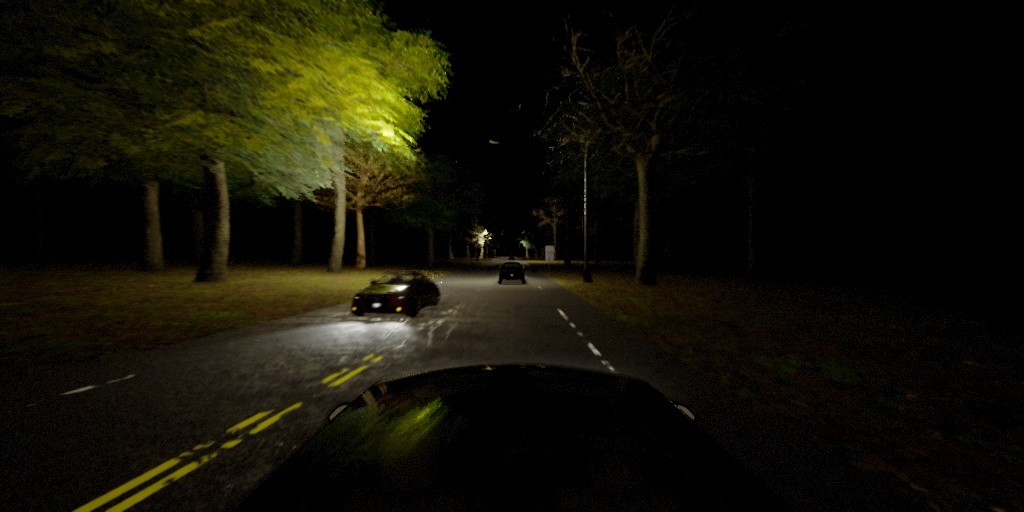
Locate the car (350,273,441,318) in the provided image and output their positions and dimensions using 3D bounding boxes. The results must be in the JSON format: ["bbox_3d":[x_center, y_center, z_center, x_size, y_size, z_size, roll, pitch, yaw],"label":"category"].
[{"bbox_3d":[-3.999,1.305,12.955,1.994,1.385,4.181,0,0,4],"label":"car"}]

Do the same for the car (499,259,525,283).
[{"bbox_3d":[-0.016,1.200,27.749,1.882,1.535,5.008,0,0,0],"label":"car"}]
